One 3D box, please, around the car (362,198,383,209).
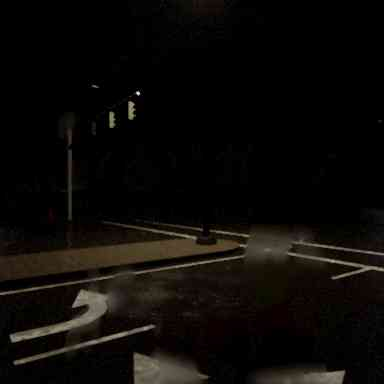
[{"bbox_3d":[24.864,1.510,44.407,5.357,1.411,2.033,0,0,-35],"label":"car"}]
